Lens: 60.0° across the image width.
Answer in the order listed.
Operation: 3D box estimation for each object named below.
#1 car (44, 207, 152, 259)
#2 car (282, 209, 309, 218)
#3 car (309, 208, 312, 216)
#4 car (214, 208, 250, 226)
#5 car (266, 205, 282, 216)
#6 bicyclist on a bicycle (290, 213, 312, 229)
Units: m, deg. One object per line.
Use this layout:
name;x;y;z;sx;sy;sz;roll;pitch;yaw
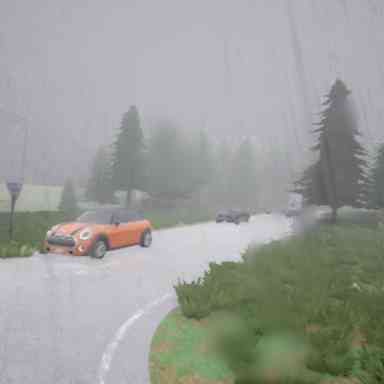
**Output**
car;-3.472;1.423;13.068;2.097;1.767;4.553;2;-1;24
car;12.569;2.520;40.211;1.895;1.301;4.718;2;0;25
car;16.750;2.635;49.480;1.882;1.535;5.008;2;0;25
car;3.515;2.066;28.409;1.895;1.301;4.718;2;0;25
car;11.645;2.518;46.009;1.994;1.385;4.181;2;0;25
bicyclist on a bicycle;5.492;1.900;16.731;1.656;1.620;0.582;1;-1;25
